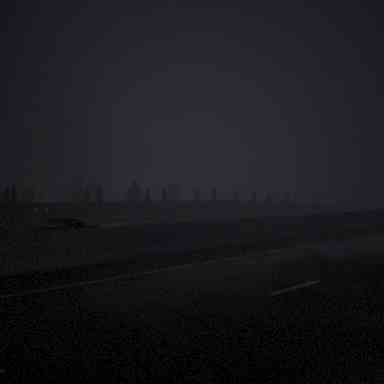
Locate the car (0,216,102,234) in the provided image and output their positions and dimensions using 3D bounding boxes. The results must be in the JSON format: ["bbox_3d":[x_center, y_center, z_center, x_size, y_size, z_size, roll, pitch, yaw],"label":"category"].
[{"bbox_3d":[-5.567,1.696,12.971,4.718,1.301,1.895,0,0,-37],"label":"car"}]
